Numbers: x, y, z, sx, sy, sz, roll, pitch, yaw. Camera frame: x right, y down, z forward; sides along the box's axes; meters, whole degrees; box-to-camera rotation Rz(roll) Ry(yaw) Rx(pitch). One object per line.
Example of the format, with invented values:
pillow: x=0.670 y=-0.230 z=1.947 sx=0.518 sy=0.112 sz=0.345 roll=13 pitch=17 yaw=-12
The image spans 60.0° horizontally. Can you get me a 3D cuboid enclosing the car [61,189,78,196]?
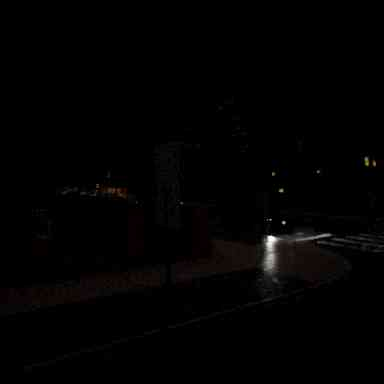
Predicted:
car: x=-17.395 y=0.535 z=47.831 sx=2.033 sy=1.411 sz=5.357 roll=-2 pitch=2 yaw=-35

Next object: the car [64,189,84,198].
car: x=-20.272 y=0.226 z=57.007 sx=2.128 sy=1.511 sz=4.902 roll=-2 pitch=2 yaw=-34

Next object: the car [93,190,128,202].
car: x=-8.326 y=0.827 z=34.544 sx=1.812 sy=1.442 sz=4.674 roll=-2 pitch=2 yaw=-34

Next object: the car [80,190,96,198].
car: x=-14.240 y=0.479 z=48.291 sx=2.033 sy=1.411 sz=5.357 roll=-2 pitch=2 yaw=-35

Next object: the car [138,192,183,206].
car: x=-2.501 y=0.859 z=26.066 sx=2.097 sy=1.767 sz=4.553 roll=-2 pitch=2 yaw=-35

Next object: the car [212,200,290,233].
car: x=3.035 y=1.209 z=18.119 sx=1.837 sy=1.490 sz=4.892 roll=-2 pitch=2 yaw=-36

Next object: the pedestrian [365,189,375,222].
pedestrian: x=9.839 y=0.751 z=18.484 sx=0.375 sy=1.860 sz=0.375 roll=-1 pitch=0 yaw=-35
